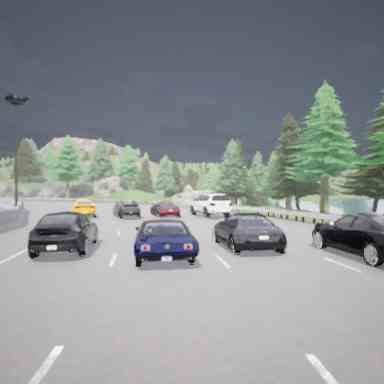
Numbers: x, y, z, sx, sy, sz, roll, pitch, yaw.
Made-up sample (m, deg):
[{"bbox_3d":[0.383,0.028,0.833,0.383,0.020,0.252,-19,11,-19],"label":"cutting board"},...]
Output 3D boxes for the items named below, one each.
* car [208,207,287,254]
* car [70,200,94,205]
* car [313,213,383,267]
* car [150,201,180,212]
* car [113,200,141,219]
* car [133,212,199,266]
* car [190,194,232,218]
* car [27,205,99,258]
[{"bbox_3d":[2.160,1.538,13.424,1.994,1.385,4.181,0,0,-9],"label":"car"},{"bbox_3d":[-9.873,1.464,30.064,1.882,1.535,5.008,0,0,-22],"label":"car"},{"bbox_3d":[5.993,1.443,11.353,1.882,1.535,5.008,0,0,-8],"label":"car"},{"bbox_3d":[-2.535,1.528,30.437,1.994,1.385,4.181,0,0,-21],"label":"car"},{"bbox_3d":[-5.788,1.467,29.244,2.128,1.511,4.902,0,0,-21],"label":"car"},{"bbox_3d":[-1.032,1.587,11.577,1.895,1.301,4.718,0,0,-8],"label":"car"},{"bbox_3d":[1.581,1.175,29.595,2.150,2.045,5.566,0,0,-20],"label":"car"},{"bbox_3d":[-4.818,1.502,12.909,1.837,1.490,4.892,0,0,-9],"label":"car"}]
